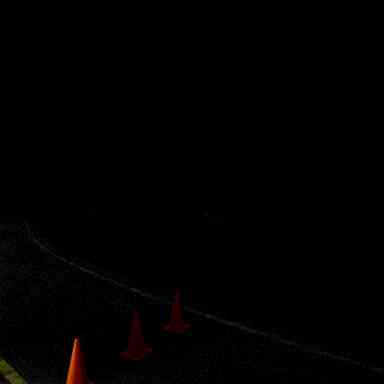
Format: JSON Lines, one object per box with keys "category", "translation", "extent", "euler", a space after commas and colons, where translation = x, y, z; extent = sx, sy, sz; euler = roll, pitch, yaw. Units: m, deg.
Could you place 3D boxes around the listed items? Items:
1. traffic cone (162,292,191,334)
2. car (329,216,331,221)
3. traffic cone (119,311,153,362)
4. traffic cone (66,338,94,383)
{"category": "traffic cone", "translation": [-0.250, 1.931, 5.447], "extent": [0.340, 0.580, 0.340], "euler": [1, 1, 31]}
{"category": "car", "translation": [35.643, 6.631, 82.726], "extent": [1.851, 1.617, 3.988], "euler": [-4, -3, 4]}
{"category": "traffic cone", "translation": [-0.770, 1.938, 4.597], "extent": [0.340, 0.580, 0.340], "euler": [1, 1, 32]}
{"category": "traffic cone", "translation": [-1.289, 1.945, 3.746], "extent": [0.340, 0.580, 0.340], "euler": [1, 1, 31]}
